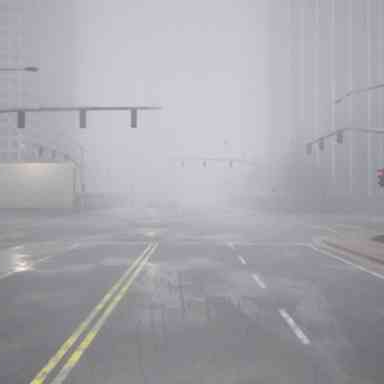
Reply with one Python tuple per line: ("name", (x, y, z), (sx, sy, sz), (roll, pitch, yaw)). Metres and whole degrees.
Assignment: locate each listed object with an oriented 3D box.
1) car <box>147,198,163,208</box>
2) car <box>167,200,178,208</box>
("car", (-7.029, 2.228, 60.557), (1.994, 1.385, 4.181), (0, -1, 1))
("car", (-3.527, 2.209, 60.327), (2.033, 1.411, 5.357), (0, -1, 1))
